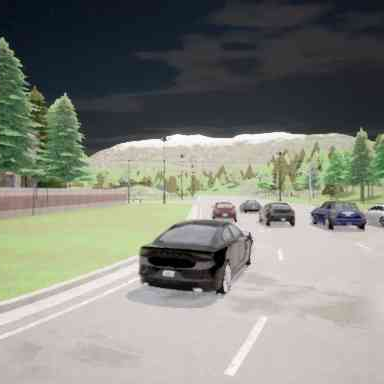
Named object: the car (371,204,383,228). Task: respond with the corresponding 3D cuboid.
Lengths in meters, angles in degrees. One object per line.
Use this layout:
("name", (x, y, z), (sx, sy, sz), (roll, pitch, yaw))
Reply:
("car", (12.906, 1.520, 22.117), (1.812, 1.442, 4.674), (0, 0, 2))

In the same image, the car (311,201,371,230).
("car", (9.227, 1.347, 21.407), (2.097, 1.767, 4.553), (0, 0, 4))

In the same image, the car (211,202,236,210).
("car", (2.505, 1.518, 26.498), (1.812, 1.442, 4.674), (0, 0, 2))

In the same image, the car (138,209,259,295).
("car", (0.390, 1.475, 8.963), (1.882, 1.535, 5.008), (0, 0, 20))

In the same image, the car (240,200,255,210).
("car", (6.321, 1.554, 35.826), (1.994, 1.385, 4.181), (0, 0, 2))

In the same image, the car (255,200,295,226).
("car", (5.871, 1.497, 23.370), (1.837, 1.490, 4.892), (0, 0, 3))
